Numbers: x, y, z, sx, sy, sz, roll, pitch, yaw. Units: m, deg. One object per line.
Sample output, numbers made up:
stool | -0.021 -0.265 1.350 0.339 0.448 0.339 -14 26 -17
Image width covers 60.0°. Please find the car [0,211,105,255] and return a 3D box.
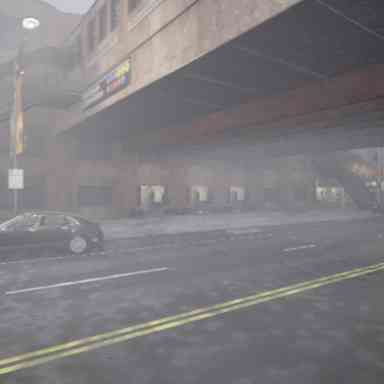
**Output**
car | -5.703 1.481 12.092 4.892 1.521 2.231 0 0 -26
